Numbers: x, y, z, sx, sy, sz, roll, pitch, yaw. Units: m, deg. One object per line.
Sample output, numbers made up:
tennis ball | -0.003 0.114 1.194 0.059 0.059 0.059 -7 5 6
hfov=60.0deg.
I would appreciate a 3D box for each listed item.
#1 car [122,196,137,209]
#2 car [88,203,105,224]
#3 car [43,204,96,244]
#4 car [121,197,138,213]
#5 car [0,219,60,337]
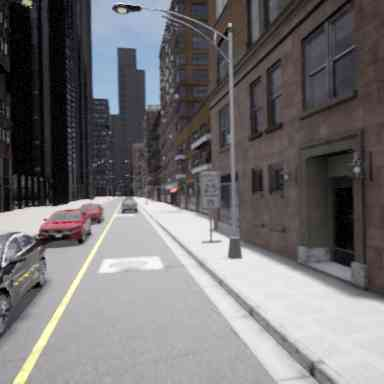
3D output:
car | -9.530 1.525 50.537 2.097 1.767 4.553 -1 0 -11
car | -8.169 1.664 26.868 1.882 1.535 5.008 -1 0 -11
car | -6.198 1.619 16.703 1.882 1.535 5.008 -1 0 -11
car | -7.436 1.704 39.802 2.033 1.411 5.357 -1 0 -11
car | -4.241 1.585 6.595 2.128 1.511 4.902 -1 0 -13
